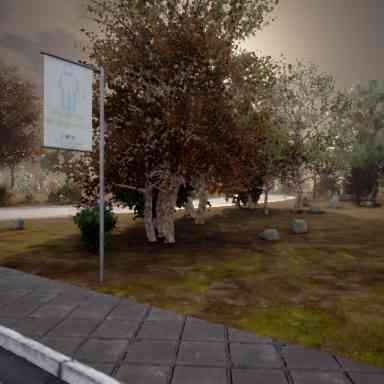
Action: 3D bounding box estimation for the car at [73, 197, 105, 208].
[{"bbox_3d":[-13.318,1.484,44.177,1.837,1.490,4.892,0,0,38],"label":"car"}]
